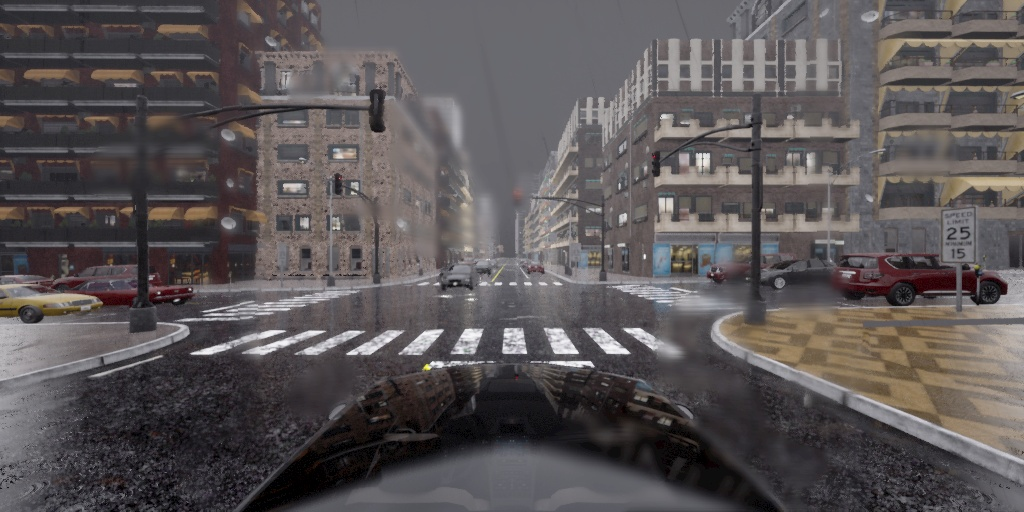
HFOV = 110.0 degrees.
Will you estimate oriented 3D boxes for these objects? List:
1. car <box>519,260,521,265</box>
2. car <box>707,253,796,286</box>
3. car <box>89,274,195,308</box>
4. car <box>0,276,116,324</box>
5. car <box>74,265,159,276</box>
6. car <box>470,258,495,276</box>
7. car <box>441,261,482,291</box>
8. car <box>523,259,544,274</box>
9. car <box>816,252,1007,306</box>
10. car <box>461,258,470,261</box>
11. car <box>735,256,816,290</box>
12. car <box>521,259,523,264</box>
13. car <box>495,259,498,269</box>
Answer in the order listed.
[{"bbox_3d":[2.570,1.348,57.913,1.802,1.307,4.207,0,0,0],"label":"car"},{"bbox_3d":[14.533,0.759,21.543,5.009,1.841,2.192,0,0,-1],"label":"car"},{"bbox_3d":[-16.630,1.633,15.408,4.718,1.301,1.895,-1,0,0],"label":"car"},{"bbox_3d":[-17.654,1.585,12.812,4.829,1.417,1.751,0,0,-1],"label":"car"},{"bbox_3d":[-23.640,1.462,21.095,5.009,1.841,2.192,0,0,-1],"label":"car"},{"bbox_3d":[-3.178,1.235,38.380,1.882,1.535,5.008,0,0,0],"label":"car"},{"bbox_3d":[-3.153,1.271,22.225,1.837,1.490,4.892,-1,0,0],"label":"car"},{"bbox_3d":[2.606,1.198,40.866,1.967,1.591,4.097,0,0,0],"label":"car"},{"bbox_3d":[14.686,0.775,13.164,5.009,1.841,2.192,0,0,-1],"label":"car"},{"bbox_3d":[-5.774,1.283,40.676,1.751,1.417,4.829,0,0,0],"label":"car"},{"bbox_3d":[14.934,0.947,18.956,4.892,1.490,1.837,-1,0,-1],"label":"car"},{"bbox_3d":[2.594,1.200,46.548,1.967,1.591,4.097,0,0,0],"label":"car"},{"bbox_3d":[-3.202,1.257,56.877,2.128,1.511,4.902,0,0,0],"label":"car"}]
